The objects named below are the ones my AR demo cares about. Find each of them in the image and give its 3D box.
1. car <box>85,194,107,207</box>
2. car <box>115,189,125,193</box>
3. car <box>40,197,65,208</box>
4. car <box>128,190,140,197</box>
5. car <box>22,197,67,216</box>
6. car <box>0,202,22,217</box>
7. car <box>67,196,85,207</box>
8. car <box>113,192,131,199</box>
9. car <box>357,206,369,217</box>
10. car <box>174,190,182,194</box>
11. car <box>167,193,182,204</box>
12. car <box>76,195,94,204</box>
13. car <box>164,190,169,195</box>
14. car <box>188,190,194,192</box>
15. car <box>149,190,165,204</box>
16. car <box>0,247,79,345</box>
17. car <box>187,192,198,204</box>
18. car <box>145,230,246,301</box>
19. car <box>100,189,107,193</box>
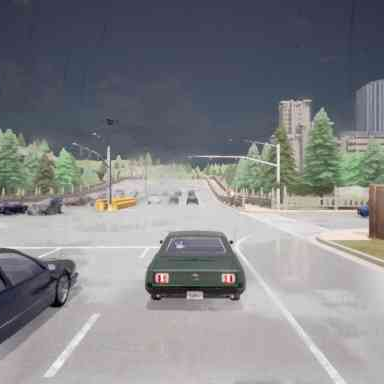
[{"bbox_3d":[-14.095,1.489,50.684,2.128,1.511,4.902,0,0,0],"label":"car"},{"bbox_3d":[-17.623,0.395,80.848,2.150,2.045,5.566,0,4,0],"label":"car"},{"bbox_3d":[-21.093,1.526,50.457,1.812,1.442,4.674,0,0,0],"label":"car"},{"bbox_3d":[-14.127,0.346,81.608,2.128,1.511,4.902,0,4,0],"label":"car"},{"bbox_3d":[-14.098,1.526,32.125,1.812,1.442,4.674,0,0,0],"label":"car"},{"bbox_3d":[-17.599,1.601,31.819,1.895,1.301,4.718,0,0,0],"label":"car"},{"bbox_3d":[-17.594,1.478,50.371,1.882,1.535,5.008,0,0,0],"label":"car"},{"bbox_3d":[-14.060,1.425,66.311,1.882,1.535,5.008,0,1,0],"label":"car"},{"bbox_3d":[16.999,1.478,28.842,5.008,1.535,1.882,0,0,0],"label":"car"},{"bbox_3d":[-3.659,0.207,87.435,2.128,1.511,4.902,0,7,0],"label":"car"},{"bbox_3d":[-3.436,1.485,64.447,1.837,1.490,4.892,0,1,0],"label":"car"},{"bbox_3d":[-21.044,1.473,65.638,2.128,1.511,4.902,0,1,0],"label":"car"},{"bbox_3d":[-7.161,0.229,87.868,1.895,1.301,4.718,0,7,0],"label":"car"},{"bbox_3d":[-0.159,0.222,87.456,2.033,1.411,5.357,0,7,0],"label":"car"},{"bbox_3d":[-6.931,1.210,63.553,2.150,2.045,5.566,0,0,0],"label":"car"},{"bbox_3d":[-3.431,1.547,4.894,2.033,1.411,5.357,0,0,0],"label":"car"},{"bbox_3d":[0.065,1.335,64.094,2.097,1.767,4.553,0,1,0],"label":"car"},{"bbox_3d":[0.108,1.601,8.304,1.895,1.301,4.718,0,0,1],"label":"car"},{"bbox_3d":[-21.123,0.395,80.829,2.150,2.045,5.566,0,4,0],"label":"car"}]
